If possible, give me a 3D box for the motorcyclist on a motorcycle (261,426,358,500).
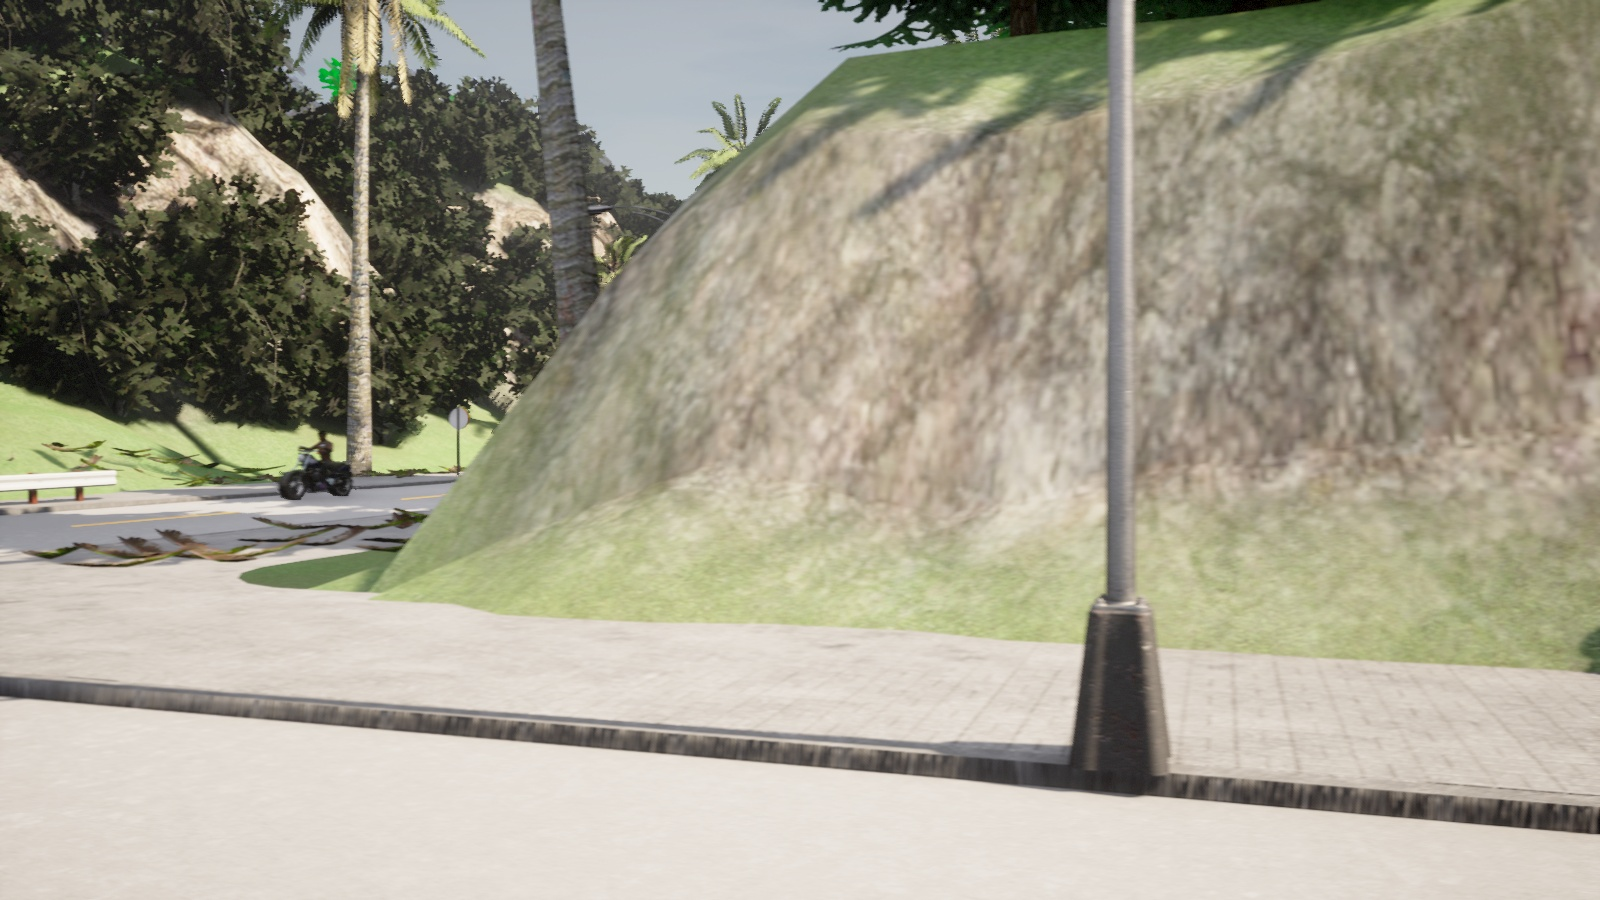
[{"bbox_3d":[-11.400,0.265,29.298,0.766,1.649,2.350,1,1,19],"label":"motorcyclist on a motorcycle"}]
